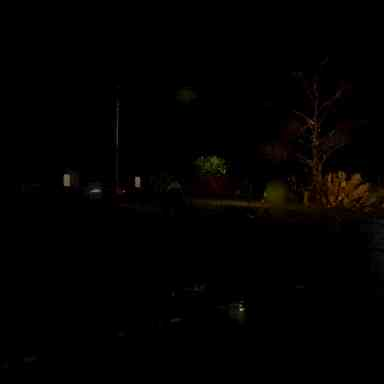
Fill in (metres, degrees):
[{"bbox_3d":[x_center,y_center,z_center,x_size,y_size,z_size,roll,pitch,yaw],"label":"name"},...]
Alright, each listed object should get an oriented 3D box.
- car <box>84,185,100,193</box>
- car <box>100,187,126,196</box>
[{"bbox_3d":[-17.926,-0.538,59.730,2.128,1.511,4.902,0,2,-36],"label":"car"},{"bbox_3d":[-12.091,-0.108,51.644,1.895,1.301,4.718,0,2,-36],"label":"car"}]
